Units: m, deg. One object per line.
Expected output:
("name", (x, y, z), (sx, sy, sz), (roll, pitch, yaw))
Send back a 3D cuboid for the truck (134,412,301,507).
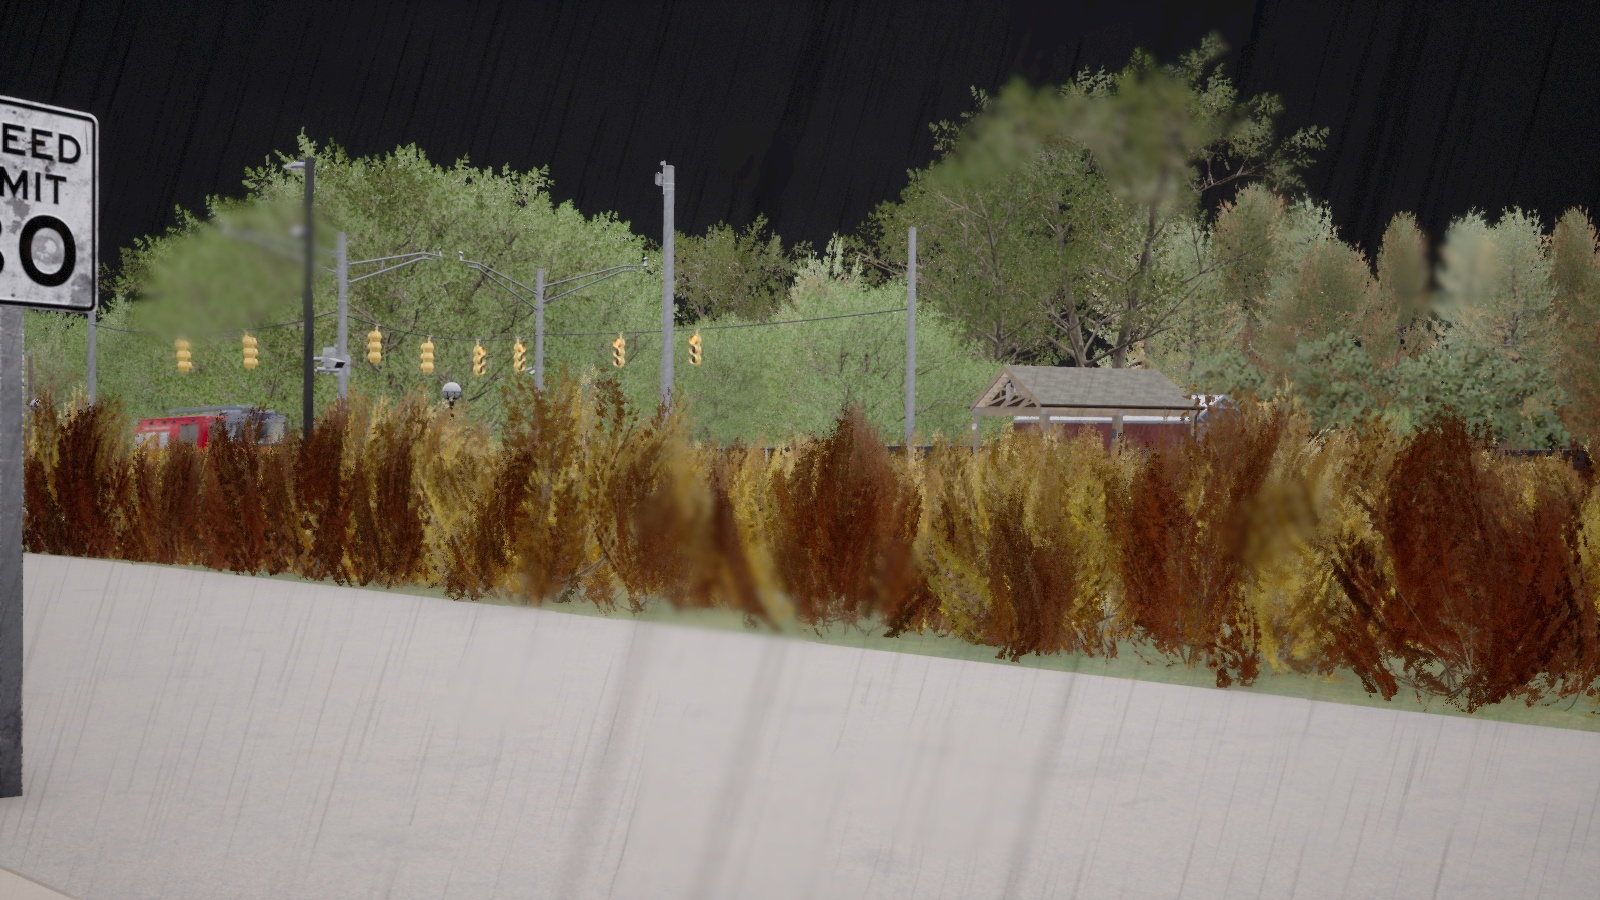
("truck", (-25.393, 0.468, 54.509), (8.468, 3.827, 2.891), (-2, 0, 38))
